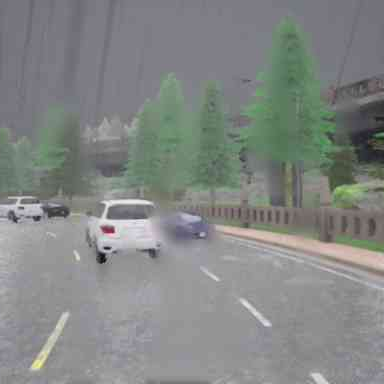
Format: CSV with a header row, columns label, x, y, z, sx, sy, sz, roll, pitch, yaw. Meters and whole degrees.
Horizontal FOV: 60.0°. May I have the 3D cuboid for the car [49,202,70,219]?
label,x,y,z,sx,sy,sz,roll,pitch,yaw
car,-13.339,1.666,30.525,5.008,1.535,1.882,0,-1,34

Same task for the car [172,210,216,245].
label,x,y,z,sx,sy,sz,roll,pitch,yaw
car,-0.527,1.612,16.012,1.812,1.442,4.674,0,0,-25

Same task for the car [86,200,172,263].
label,x,y,z,sx,sy,sz,roll,pitch,yaw
car,-2.720,1.297,12.700,2.150,2.045,5.566,0,0,-21

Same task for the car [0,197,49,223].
label,x,y,z,sx,sy,sz,roll,pitch,yaw
car,-14.480,1.395,27.288,5.566,2.045,2.150,0,-1,35
